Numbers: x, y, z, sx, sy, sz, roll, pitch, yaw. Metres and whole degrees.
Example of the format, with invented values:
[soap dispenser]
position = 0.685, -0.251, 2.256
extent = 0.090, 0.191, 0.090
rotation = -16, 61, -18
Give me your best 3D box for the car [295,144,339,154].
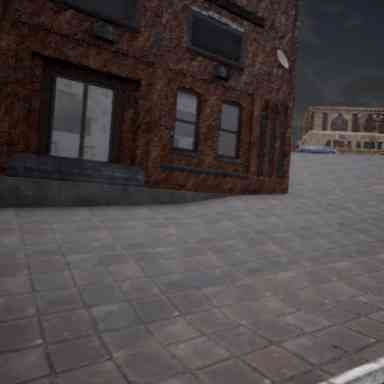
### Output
[car]
position = 13.681, -4.377, 36.489
extent = 4.553, 1.767, 2.185
rotation = 3, -1, 9
